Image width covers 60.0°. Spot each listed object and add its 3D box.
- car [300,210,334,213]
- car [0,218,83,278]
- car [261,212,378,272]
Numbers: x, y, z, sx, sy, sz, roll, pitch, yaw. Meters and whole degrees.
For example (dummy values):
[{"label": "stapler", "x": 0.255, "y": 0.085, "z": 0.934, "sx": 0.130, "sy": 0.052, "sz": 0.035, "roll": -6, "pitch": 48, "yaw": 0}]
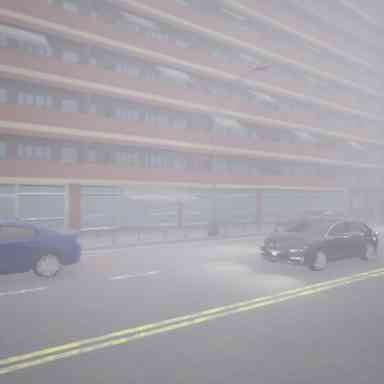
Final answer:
[{"label": "car", "x": 6.229, "y": 1.674, "z": 16.821, "sx": 4.902, "sy": 1.511, "sz": 2.128, "roll": 1, "pitch": 0, "yaw": -35}, {"label": "car", "x": -5.483, "y": 1.479, "z": 8.692, "sx": 5.008, "sy": 1.535, "sz": 1.882, "roll": 1, "pitch": 0, "yaw": -35}, {"label": "car", "x": 4.462, "y": 1.631, "z": 11.355, "sx": 4.892, "sy": 1.490, "sz": 1.837, "roll": 1, "pitch": -1, "yaw": -35}]
